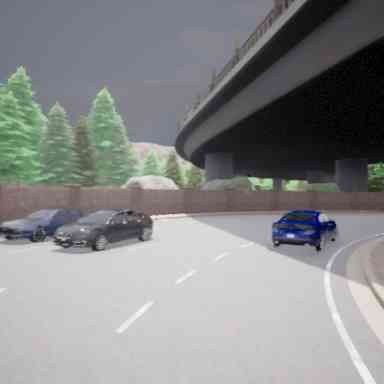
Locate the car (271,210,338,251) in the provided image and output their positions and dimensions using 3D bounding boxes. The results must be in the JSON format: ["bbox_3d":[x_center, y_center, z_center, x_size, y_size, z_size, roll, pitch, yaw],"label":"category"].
[{"bbox_3d":[5.077,1.534,14.671,1.882,1.535,5.008,0,0,33],"label":"car"}]

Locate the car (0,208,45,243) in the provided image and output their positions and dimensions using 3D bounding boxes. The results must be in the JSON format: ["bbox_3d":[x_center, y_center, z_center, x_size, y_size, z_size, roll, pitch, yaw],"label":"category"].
[{"bbox_3d":[-6.533,1.462,15.930,2.033,1.411,5.357,1,0,26],"label":"car"}]

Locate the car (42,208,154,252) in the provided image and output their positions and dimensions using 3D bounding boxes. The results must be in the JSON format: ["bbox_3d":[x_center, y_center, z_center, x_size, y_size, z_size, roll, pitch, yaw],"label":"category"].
[{"bbox_3d":[-3.478,1.458,13.959,1.837,1.490,4.892,0,0,27],"label":"car"}]
